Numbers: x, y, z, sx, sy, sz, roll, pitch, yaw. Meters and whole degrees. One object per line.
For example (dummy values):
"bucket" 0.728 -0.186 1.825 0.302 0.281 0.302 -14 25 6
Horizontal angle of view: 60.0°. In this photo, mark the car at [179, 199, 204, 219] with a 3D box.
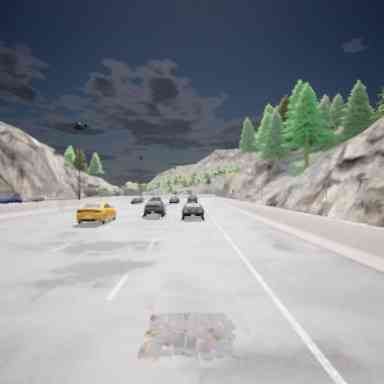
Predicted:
"car" 0.091 1.596 29.199 1.895 1.301 4.718 0 0 0

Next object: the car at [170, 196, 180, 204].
"car" -3.384 1.556 64.903 1.994 1.385 4.181 0 0 0

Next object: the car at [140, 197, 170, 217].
"car" -3.397 1.502 31.300 1.837 1.490 4.892 0 0 0

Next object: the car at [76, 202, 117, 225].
"car" -6.897 1.477 24.447 1.882 1.535 5.008 0 0 0

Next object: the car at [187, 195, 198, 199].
"car" 0.118 1.342 64.825 2.097 1.767 4.553 0 0 0

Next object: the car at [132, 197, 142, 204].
"car" -10.385 1.560 64.172 1.994 1.385 4.181 0 0 0
